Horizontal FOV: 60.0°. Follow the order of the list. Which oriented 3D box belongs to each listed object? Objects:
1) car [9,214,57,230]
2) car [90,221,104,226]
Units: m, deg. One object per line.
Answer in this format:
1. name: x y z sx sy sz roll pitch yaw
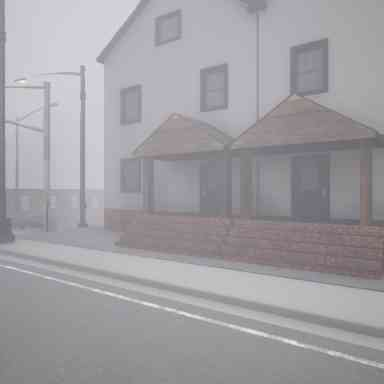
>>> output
1. car: -14.069 2.655 29.317 1.994 1.385 4.181 0 -9 36
2. car: -8.969 3.820 36.408 2.097 1.767 4.553 0 -12 35
